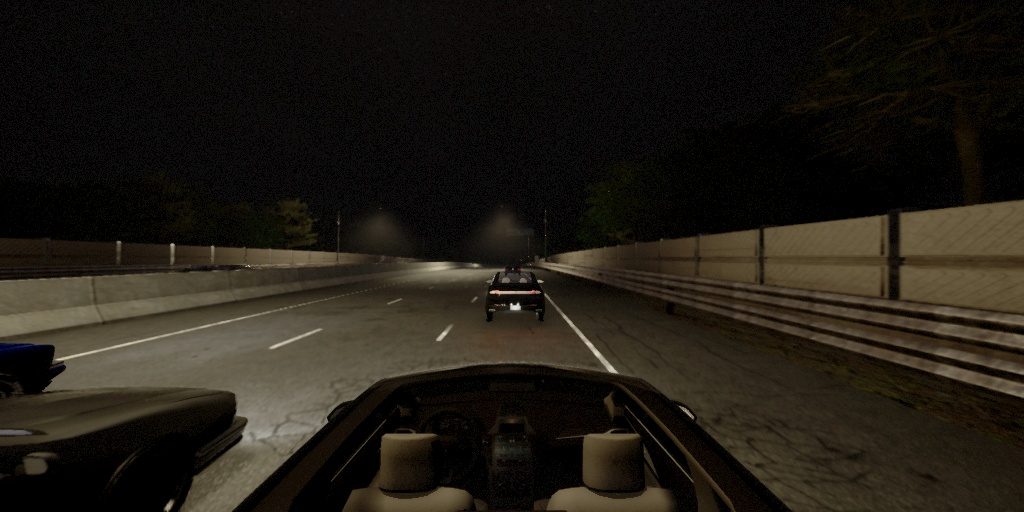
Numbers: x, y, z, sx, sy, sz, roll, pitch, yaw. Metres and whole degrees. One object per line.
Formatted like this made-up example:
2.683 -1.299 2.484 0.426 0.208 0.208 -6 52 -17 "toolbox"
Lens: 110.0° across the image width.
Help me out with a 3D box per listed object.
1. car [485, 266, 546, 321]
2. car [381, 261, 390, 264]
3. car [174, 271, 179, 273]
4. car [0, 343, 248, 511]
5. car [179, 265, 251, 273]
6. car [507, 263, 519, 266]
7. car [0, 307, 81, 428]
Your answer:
0.099 1.262 12.576 2.128 1.511 4.902 0 0 0 "car"
-17.584 1.630 45.585 1.895 1.301 4.718 0 -1 0 "car"
-24.596 1.427 28.468 1.994 1.385 4.181 0 -1 0 "car"
-3.403 1.297 0.859 2.033 1.411 5.357 0 0 0 "car"
-21.100 1.396 26.680 2.033 1.411 5.357 0 0 0 "car"
0.100 1.533 41.426 2.033 1.411 5.357 0 -1 0 "car"
-6.900 1.352 2.595 1.895 1.301 4.718 0 0 0 "car"
